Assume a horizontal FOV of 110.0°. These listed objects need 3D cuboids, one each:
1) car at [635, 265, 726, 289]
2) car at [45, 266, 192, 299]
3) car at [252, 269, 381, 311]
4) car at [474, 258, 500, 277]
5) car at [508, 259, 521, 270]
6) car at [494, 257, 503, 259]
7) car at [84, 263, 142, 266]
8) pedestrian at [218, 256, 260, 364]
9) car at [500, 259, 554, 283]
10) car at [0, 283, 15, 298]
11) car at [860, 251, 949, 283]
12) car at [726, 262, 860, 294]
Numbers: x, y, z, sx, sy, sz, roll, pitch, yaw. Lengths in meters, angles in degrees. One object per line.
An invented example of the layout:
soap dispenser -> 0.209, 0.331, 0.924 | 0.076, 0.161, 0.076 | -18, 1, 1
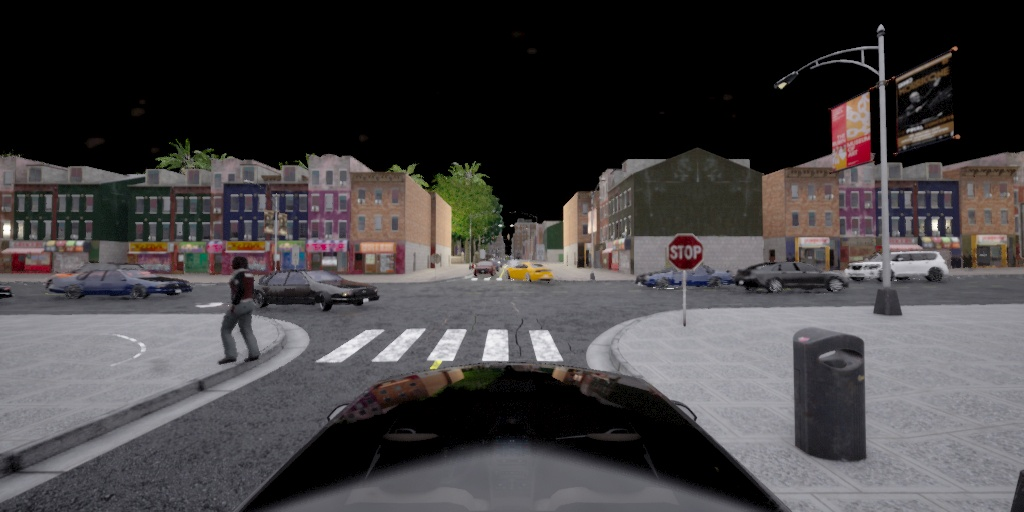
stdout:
car -> 10.161, 1.192, 21.172 | 5.357, 1.411, 2.033 | -1, -1, -1
car -> -18.918, 1.327, 17.451 | 5.357, 1.411, 2.033 | 0, -1, -1
car -> -7.684, 1.208, 13.428 | 5.357, 1.411, 2.033 | -1, -1, 17
car -> -2.647, 1.212, 36.141 | 1.882, 1.535, 5.008 | 0, 0, 2
car -> 0.369, 1.248, 52.195 | 1.812, 1.442, 4.674 | 0, 0, 0
car -> -2.558, 1.282, 57.984 | 1.994, 1.385, 4.181 | 0, 0, 0
car -> -23.851, 1.196, 20.858 | 4.553, 1.767, 2.097 | 0, -1, -1
pedestrian -> -4.661, 0.886, 6.128 | 0.375, 1.860, 0.375 | 1, -1, 0
car -> 1.287, 1.256, 28.394 | 1.882, 1.535, 5.008 | 1, 1, -30
car -> -23.418, 1.242, 14.159 | 5.357, 1.411, 2.033 | 0, -1, 0
car -> 26.263, 0.731, 24.583 | 5.566, 2.045, 2.150 | -1, -1, -1
car -> 13.750, 1.028, 17.760 | 4.892, 1.490, 1.837 | -1, -1, -1
